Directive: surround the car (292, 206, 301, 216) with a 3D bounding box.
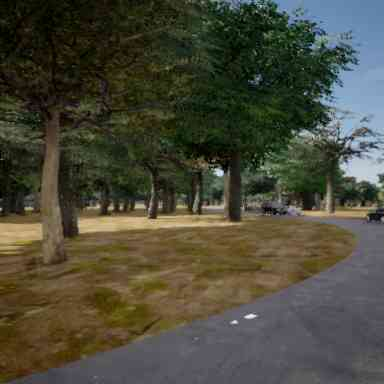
[{"bbox_3d":[14.906,2.832,50.796,1.812,1.442,4.674,1,-2,-12],"label":"car"}]

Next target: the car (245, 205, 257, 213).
[{"bbox_3d":[12.058,3.331,67.046,2.128,1.511,4.902,1,-2,-7],"label":"car"}]

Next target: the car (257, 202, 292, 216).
[{"bbox_3d":[11.956,2.433,48.788,2.150,2.045,5.566,1,-2,-12],"label":"car"}]

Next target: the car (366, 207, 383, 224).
[{"bbox_3d":[18.424,2.207,31.735,1.837,1.490,4.892,1,-2,3],"label":"car"}]
